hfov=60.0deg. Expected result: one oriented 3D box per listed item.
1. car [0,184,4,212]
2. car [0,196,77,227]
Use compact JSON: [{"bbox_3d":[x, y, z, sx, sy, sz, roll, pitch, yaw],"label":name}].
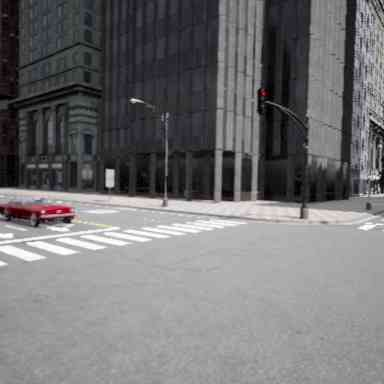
[{"bbox_3d":[-14.681,0.311,22.305,4.553,1.767,2.097,3,2,39],"label":"car"},{"bbox_3d":[-7.841,0.885,16.758,4.718,1.301,1.895,3,2,39],"label":"car"}]
